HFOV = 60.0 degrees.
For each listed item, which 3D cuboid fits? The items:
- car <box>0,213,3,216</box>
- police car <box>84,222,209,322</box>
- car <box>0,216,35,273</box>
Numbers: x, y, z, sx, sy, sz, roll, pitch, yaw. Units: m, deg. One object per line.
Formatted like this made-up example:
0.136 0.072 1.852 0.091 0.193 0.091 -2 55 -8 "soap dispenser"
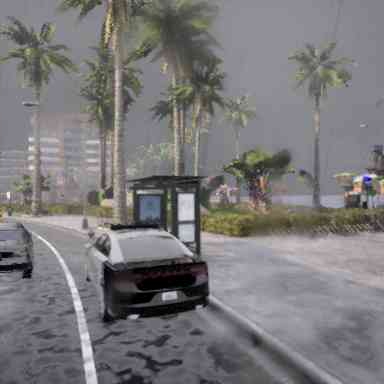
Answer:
-15.229 1.877 24.467 1.882 1.535 5.008 0 -1 -38 "car"
-1.389 1.528 7.811 1.930 1.638 5.238 0 -1 -23 "police car"
-6.178 1.720 10.767 2.033 1.411 5.357 0 -1 -26 "car"
